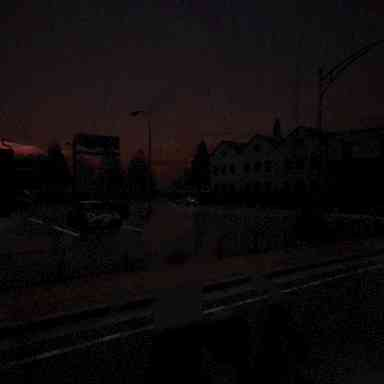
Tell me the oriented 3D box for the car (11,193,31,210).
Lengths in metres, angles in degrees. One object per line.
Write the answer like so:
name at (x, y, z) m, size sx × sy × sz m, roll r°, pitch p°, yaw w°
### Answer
car at (-19.835, 1.091, 38.154) m, size 1.905 × 1.878 × 3.866 m, roll 0°, pitch 0°, yaw -36°

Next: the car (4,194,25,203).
car at (-38.979, 1.326, 73.232) m, size 3.866 × 1.878 × 1.905 m, roll 0°, pitch 0°, yaw -36°

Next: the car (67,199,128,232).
car at (-5.315, 1.246, 17.892) m, size 1.970 × 1.475 × 3.806 m, roll 0°, pitch 0°, yaw -36°

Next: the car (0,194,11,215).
car at (-17.921, 1.112, 29.845) m, size 1.932 × 1.855 × 4.605 m, roll 0°, pitch 0°, yaw -36°

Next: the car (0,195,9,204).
car at (-39.205, 1.494, 66.104) m, size 4.611 × 1.667 × 2.242 m, roll 0°, pitch 0°, yaw -36°

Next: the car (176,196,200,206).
car at (-0.647, 1.344, 50.217) m, size 1.812 × 1.442 × 4.674 m, roll 0°, pitch 0°, yaw -35°

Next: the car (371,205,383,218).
car at (16.710, 1.294, 25.944) m, size 1.882 × 1.535 × 5.008 m, roll -2°, pitch 1°, yaw -43°

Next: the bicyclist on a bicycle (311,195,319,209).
bicyclist on a bicycle at (13.660, 1.118, 36.837) m, size 1.656 × 1.620 × 0.582 m, roll 0°, pitch 0°, yaw -35°
